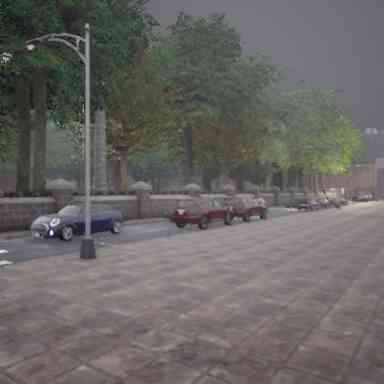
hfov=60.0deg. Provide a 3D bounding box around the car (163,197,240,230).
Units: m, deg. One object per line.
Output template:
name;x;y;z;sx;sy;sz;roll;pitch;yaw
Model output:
car;0.743;1.291;21.142;2.192;1.841;5.009;0;0;35

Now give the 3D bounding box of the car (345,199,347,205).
car;23.759;1.477;53.523;1.802;1.307;4.206;0;0;35

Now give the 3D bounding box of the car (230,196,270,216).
car;5.809;1.309;32.985;2.097;1.767;4.553;0;0;35

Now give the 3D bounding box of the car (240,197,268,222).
car;4.031;1.278;25.767;2.192;1.841;5.009;0;0;35

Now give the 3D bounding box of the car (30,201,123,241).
car;-5.687;1.352;16.792;2.097;1.767;4.553;0;0;35

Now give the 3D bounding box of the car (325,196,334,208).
car;17.183;1.499;44.271;1.802;1.307;4.206;0;0;35

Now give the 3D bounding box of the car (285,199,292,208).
car;13.872;1.494;44.204;1.994;1.385;4.181;0;0;36

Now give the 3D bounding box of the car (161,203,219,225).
car;-0.042;1.579;24.764;1.895;1.301;4.718;0;0;35

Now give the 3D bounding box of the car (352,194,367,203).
car;33.623;1.408;67.401;1.887;1.381;4.507;0;0;35

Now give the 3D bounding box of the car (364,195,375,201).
car;43.526;1.358;81.316;1.752;1.417;4.829;0;0;35

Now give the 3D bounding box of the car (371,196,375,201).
car;41.630;1.279;78.628;1.967;1.590;4.097;0;0;35

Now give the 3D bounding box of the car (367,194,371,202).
car;36.911;1.419;72.026;1.947;1.339;4.313;0;0;35

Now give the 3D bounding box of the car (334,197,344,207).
car;20.471;1.346;48.897;1.967;1.590;4.097;0;0;35

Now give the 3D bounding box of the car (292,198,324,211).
car;13.895;1.494;39.645;1.947;1.339;4.313;0;0;35
